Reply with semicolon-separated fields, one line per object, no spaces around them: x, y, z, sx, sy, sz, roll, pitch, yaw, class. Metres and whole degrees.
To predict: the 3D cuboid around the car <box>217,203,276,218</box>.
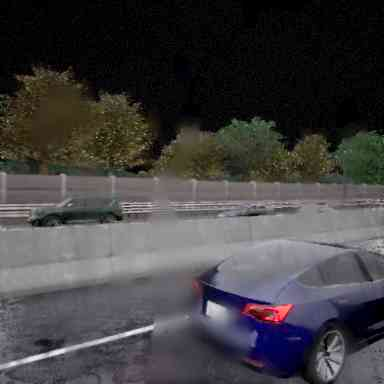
3.965;1.565;24.007;4.902;1.511;2.128;0;0;-35;car

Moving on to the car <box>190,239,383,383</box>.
2.206;1.526;5.441;4.792;1.488;2.163;0;0;-35;car

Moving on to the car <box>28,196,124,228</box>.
-6.993;1.250;20.497;5.566;2.045;2.150;0;0;-35;car

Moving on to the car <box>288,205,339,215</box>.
8.423;1.610;22.886;4.674;1.442;1.812;0;0;-35;car
